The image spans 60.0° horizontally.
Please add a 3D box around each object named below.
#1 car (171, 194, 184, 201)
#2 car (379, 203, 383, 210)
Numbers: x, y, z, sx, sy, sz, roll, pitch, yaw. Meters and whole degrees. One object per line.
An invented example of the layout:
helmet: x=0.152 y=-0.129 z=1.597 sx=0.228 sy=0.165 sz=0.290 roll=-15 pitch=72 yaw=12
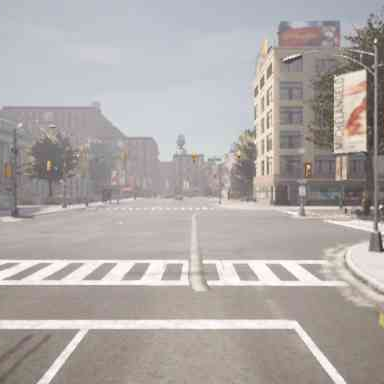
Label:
car: x=-3.472 y=1.535 z=85.272 sx=2.033 sy=1.411 sz=5.357 roll=0 pitch=0 yaw=0
car: x=22.928 y=1.490 z=36.163 sx=4.902 sy=1.511 sz=2.128 roll=0 pitch=0 yaw=0
